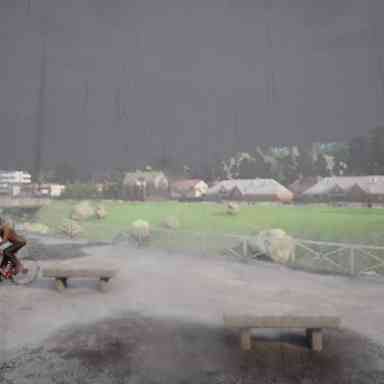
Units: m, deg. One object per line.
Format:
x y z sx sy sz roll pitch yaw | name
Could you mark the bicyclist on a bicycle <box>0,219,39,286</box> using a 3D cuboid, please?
-4.233 1.403 7.471 0.582 1.620 1.656 0 -1 37 | bicyclist on a bicycle
